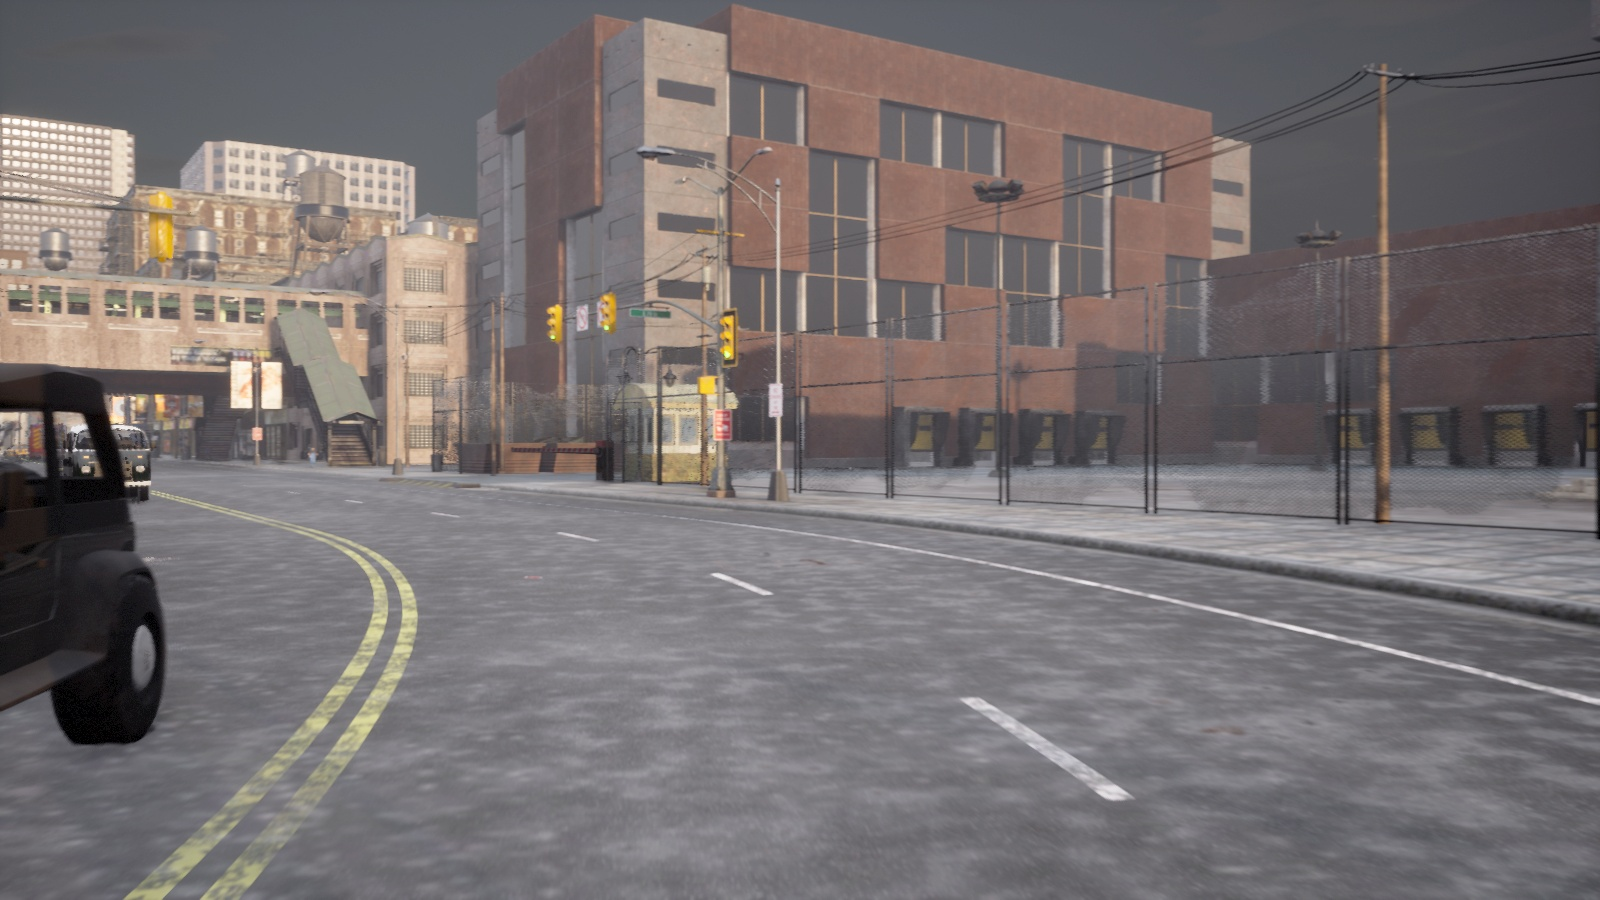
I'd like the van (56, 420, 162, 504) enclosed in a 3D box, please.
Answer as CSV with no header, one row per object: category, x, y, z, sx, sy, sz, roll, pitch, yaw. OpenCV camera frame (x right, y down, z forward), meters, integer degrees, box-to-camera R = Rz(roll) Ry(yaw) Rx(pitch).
van,-18.170,0.288,32.937,2.069,2.038,4.480,0,0,-34

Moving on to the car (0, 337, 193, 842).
car,-3.998,0.515,4.982,1.905,1.878,3.866,0,0,-10
